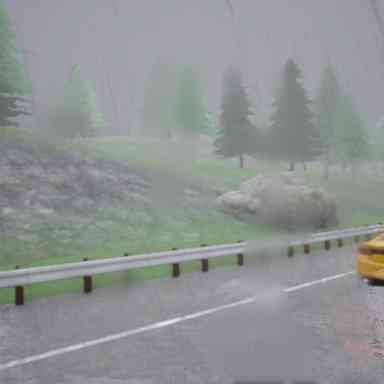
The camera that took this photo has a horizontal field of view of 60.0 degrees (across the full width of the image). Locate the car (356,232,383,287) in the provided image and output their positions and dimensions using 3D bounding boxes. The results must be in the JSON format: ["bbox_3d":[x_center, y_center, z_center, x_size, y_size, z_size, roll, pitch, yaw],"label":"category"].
[{"bbox_3d":[6.021,1.478,8.183,5.008,1.535,1.882,0,0,-36],"label":"car"}]
